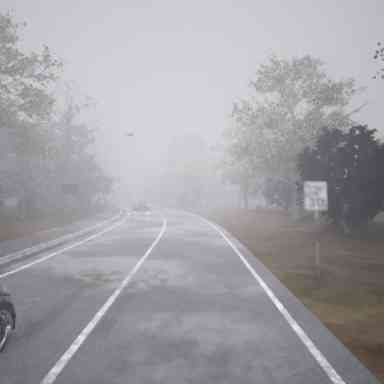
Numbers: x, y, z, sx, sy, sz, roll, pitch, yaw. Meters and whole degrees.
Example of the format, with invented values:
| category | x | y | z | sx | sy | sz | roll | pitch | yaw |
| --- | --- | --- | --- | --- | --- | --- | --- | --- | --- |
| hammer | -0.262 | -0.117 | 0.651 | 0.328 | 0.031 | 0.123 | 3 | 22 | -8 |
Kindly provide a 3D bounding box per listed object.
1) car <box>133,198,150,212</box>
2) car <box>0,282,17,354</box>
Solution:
| category | x | y | z | sx | sy | sz | roll | pitch | yaw |
| --- | --- | --- | --- | --- | --- | --- | --- | --- | --- |
| car | -6.812 | 1.670 | 44.861 | 2.097 | 1.767 | 4.553 | 1 | -1 | -13 |
| car | -3.601 | 1.587 | 3.241 | 1.994 | 1.385 | 4.181 | 0 | 0 | 0 |
